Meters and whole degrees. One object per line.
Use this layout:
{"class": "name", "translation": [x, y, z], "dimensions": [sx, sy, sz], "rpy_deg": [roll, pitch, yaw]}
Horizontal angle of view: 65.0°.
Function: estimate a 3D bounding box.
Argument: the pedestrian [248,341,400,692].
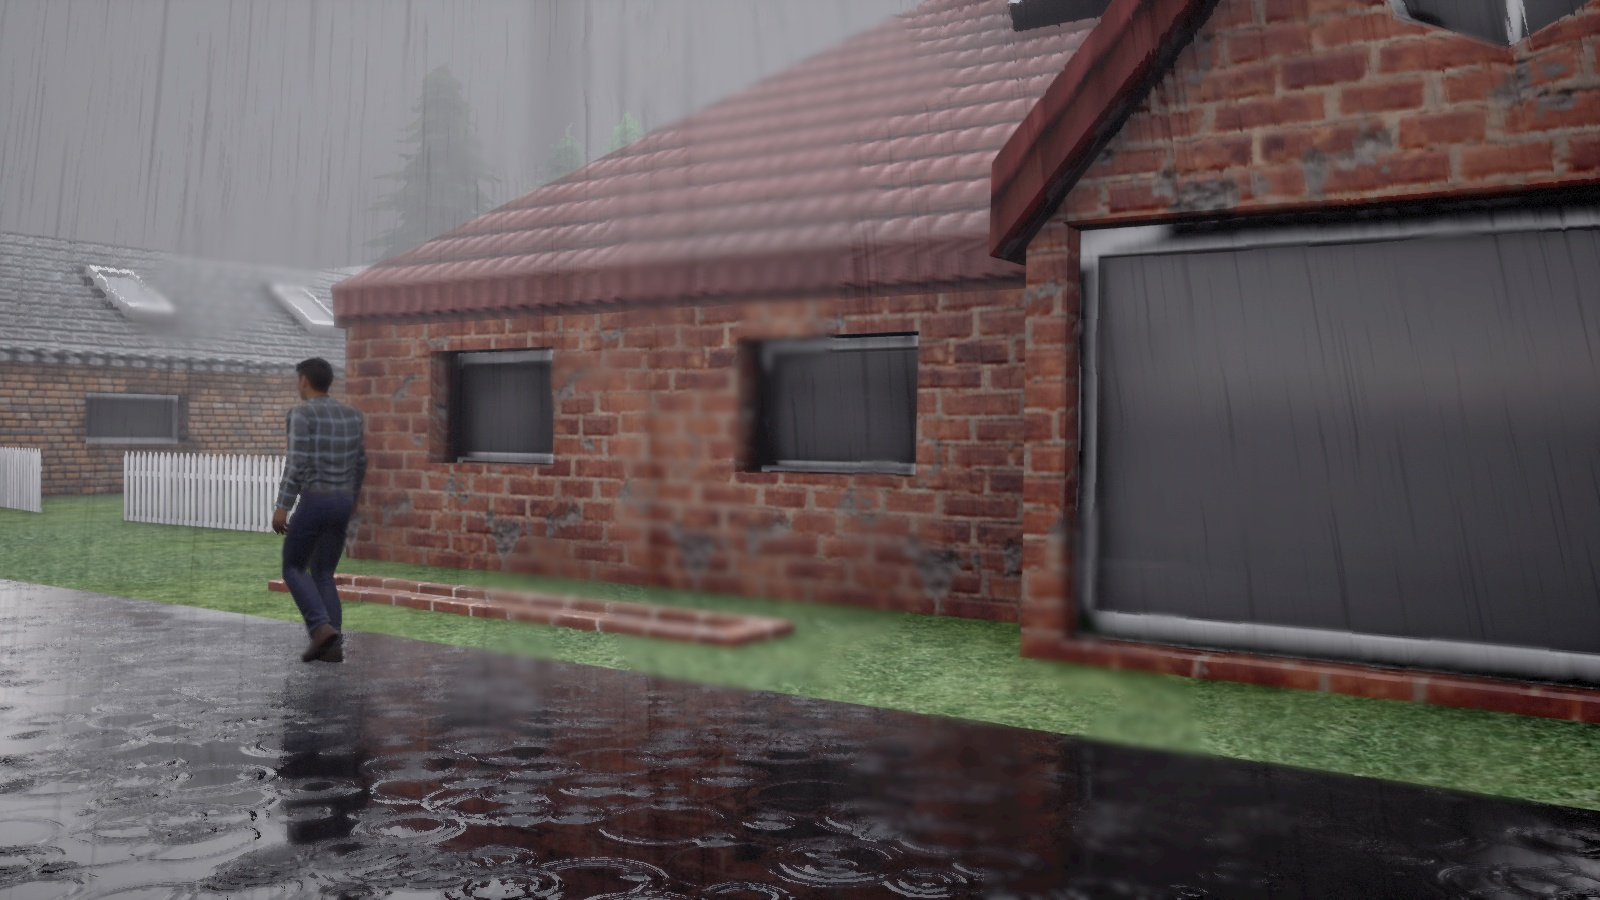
{"class": "pedestrian", "translation": [-2.787, 0.366, 7.353], "dimensions": [0.788, 1.949, 0.423], "rpy_deg": [0, 1, 33]}
